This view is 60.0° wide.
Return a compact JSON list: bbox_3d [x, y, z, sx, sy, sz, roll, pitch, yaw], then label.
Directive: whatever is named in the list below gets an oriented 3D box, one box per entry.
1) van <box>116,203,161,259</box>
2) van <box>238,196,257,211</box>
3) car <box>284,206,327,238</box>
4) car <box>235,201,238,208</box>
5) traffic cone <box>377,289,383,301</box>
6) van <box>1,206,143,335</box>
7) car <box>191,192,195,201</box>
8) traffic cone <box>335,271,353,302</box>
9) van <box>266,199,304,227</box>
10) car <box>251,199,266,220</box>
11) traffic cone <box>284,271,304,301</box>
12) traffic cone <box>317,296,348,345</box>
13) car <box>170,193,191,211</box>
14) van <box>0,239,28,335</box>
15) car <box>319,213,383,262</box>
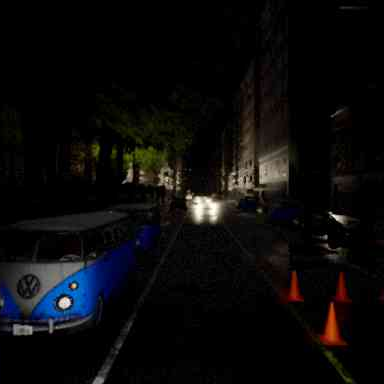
[{"bbox_3d":[-2.110,1.322,12.193,1.690,1.788,3.998,0,0,1],"label":"van"},{"bbox_3d":[6.936,1.411,40.361,1.690,1.788,3.998,1,0,1],"label":"van"},{"bbox_3d":[6.516,1.656,17.723,1.802,1.307,4.206,0,0,1],"label":"car"},{"bbox_3d":[7.038,1.632,46.020,1.947,1.339,4.313,1,0,1],"label":"car"},{"bbox_3d":[4.185,2.004,7.076,0.340,0.580,0.340,1,0,1],"label":"traffic cone"},{"bbox_3d":[-2.215,1.320,6.536,1.690,1.788,3.998,0,0,1],"label":"van"},{"bbox_3d":[-0.788,1.462,83.989,1.752,1.417,4.829,1,0,1],"label":"car"},{"bbox_3d":[3.185,1.993,7.094,0.340,0.580,0.340,1,0,1],"label":"traffic cone"},{"bbox_3d":[6.622,1.416,23.382,1.690,1.788,3.998,1,0,1],"label":"van"},{"bbox_3d":[6.725,1.619,29.042,1.887,1.381,4.507,1,0,1],"label":"car"},{"bbox_3d":[2.186,1.982,7.113,0.340,0.580,0.340,1,0,1],"label":"traffic cone"},{"bbox_3d":[2.149,1.981,5.113,0.340,0.580,0.340,1,0,1],"label":"traffic cone"},{"bbox_3d":[-1.588,1.292,40.478,2.192,1.841,5.009,1,0,1],"label":"car"},{"bbox_3d":[-2.319,1.316,0.879,1.690,1.788,3.998,0,0,1],"label":"van"},{"bbox_3d":[6.412,1.655,12.063,1.802,1.307,4.206,0,0,1],"label":"car"}]
